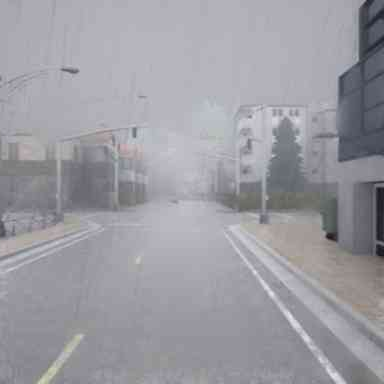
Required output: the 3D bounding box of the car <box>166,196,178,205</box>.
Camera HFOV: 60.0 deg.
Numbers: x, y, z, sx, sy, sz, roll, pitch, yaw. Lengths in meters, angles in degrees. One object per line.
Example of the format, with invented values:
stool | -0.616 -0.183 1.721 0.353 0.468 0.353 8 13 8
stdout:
car | -3.523 1.428 59.400 1.882 1.535 5.008 0 0 1
